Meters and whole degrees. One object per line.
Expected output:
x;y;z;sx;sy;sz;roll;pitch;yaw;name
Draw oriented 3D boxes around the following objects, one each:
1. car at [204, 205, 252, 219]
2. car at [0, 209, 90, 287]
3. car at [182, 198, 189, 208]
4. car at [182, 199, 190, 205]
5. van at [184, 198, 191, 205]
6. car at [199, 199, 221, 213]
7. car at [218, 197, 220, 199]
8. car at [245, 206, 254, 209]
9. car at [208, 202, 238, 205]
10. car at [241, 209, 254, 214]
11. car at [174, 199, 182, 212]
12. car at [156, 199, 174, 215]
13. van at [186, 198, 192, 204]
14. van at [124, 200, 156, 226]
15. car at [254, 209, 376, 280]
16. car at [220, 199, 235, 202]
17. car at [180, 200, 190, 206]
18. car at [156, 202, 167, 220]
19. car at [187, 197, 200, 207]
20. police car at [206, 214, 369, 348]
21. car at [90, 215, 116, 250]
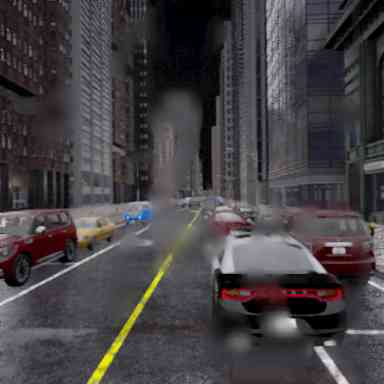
1.720;1.662;16.646;1.882;1.535;5.008;-1;-1;1;car
-5.169;1.494;10.103;2.192;1.841;5.009;-1;-1;3;car
-2.286;2.422;66.430;1.947;1.339;4.313;-1;-1;3;car
-1.431;2.585;83.159;1.752;1.417;4.829;-1;-1;3;car
-1.138;2.471;88.964;1.690;1.788;3.998;-1;-1;3;van
2.363;2.010;43.948;2.128;1.511;4.902;-1;-1;3;car
6.515;2.370;71.633;1.887;1.381;4.507;-1;-1;3;car
4.212;1.829;26.571;2.008;1.369;4.403;-1;-1;3;car
2.158;1.710;22.848;1.801;1.575;5.366;-1;-1;3;car
3.636;1.697;15.306;2.008;1.369;4.403;-1;-1;3;car
-3.154;1.965;49.534;2.192;1.841;5.009;-1;-1;3;car
-3.730;1.828;38.268;2.192;1.841;5.009;-1;-1;3;car
-0.849;2.540;94.597;1.690;1.788;3.998;-1;-1;3;van
-4.305;1.718;27.002;1.690;1.788;3.998;-1;-1;3;van
3.345;1.396;9.676;2.192;1.841;5.009;-1;-1;3;car
5.074;1.923;43.470;1.967;1.590;4.097;-1;-1;3;car
-1.710;2.544;77.696;2.008;1.369;4.403;-1;-1;3;car
-4.014;1.995;32.632;2.008;1.369;4.403;-1;-1;3;car
0.530;2.062;67.657;2.150;2.045;5.566;-1;-1;3;car
1.324;1.494;6.793;1.930;1.638;5.238;-1;-1;3;police car
-4.887;1.768;15.563;1.752;1.417;4.829;-1;-1;3;car
